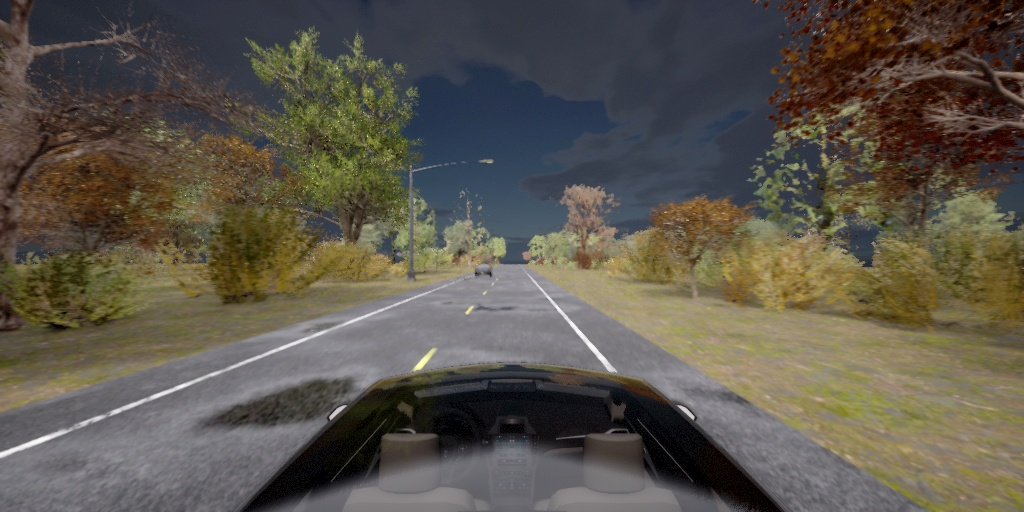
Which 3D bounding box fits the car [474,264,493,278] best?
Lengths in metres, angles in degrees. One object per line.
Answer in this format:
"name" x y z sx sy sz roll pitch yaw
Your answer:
"car" -3.198 1.623 41.169 1.882 1.535 5.008 0 -1 1
